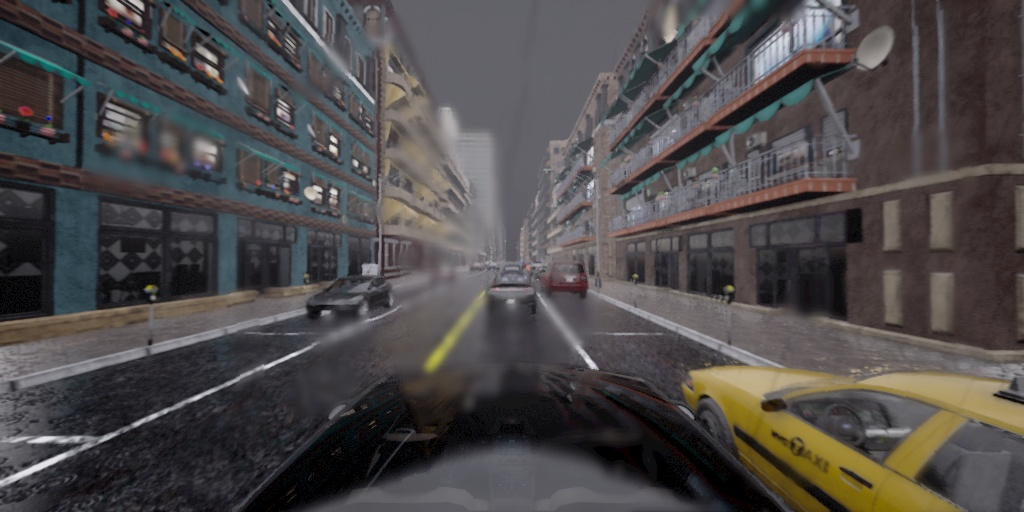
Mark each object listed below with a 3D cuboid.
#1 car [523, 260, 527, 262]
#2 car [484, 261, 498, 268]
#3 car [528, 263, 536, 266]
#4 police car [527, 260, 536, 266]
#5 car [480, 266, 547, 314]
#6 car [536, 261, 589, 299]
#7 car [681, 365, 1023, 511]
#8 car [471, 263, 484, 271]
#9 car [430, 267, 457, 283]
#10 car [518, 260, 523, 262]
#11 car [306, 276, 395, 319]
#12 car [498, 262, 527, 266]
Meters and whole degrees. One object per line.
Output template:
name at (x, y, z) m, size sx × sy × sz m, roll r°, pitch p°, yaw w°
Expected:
car at (3.080, 1.505, 50.477) m, size 2.097 × 1.767 × 4.553 m, roll 0°, pitch 0°, yaw 0°
car at (-3.099, 1.697, 58.616) m, size 1.882 × 1.535 × 5.008 m, roll 0°, pitch 0°, yaw 0°
car at (2.671, 1.534, 30.264) m, size 2.007 × 1.370 × 4.403 m, roll 0°, pitch 0°, yaw 0°
police car at (3.106, 1.519, 43.617) m, size 1.930 × 1.638 × 5.238 m, roll 0°, pitch 0°, yaw 0°
car at (0.033, 1.343, 14.242) m, size 2.128 × 1.511 × 4.902 m, roll 0°, pitch 0°, yaw 1°
car at (2.679, 1.205, 18.900) m, size 2.192 × 1.841 × 5.009 m, roll 0°, pitch 0°, yaw 0°
car at (2.690, 1.277, 2.022) m, size 1.751 × 1.417 × 4.829 m, roll 0°, pitch 0°, yaw 0°
car at (-5.728, 1.765, 58.666) m, size 1.888 × 1.381 × 4.507 m, roll 0°, pitch 0°, yaw 0°
car at (-5.709, 1.564, 30.256) m, size 1.802 × 1.307 × 4.207 m, roll 0°, pitch 0°, yaw 0°
car at (2.648, 1.584, 64.357) m, size 2.192 × 1.841 × 5.009 m, roll 0°, pitch 0°, yaw 0°
car at (-5.698, 1.408, 13.208) m, size 1.948 × 1.339 × 4.313 m, roll 0°, pitch 0°, yaw 0°
car at (0.024, 1.481, 29.268) m, size 1.837 × 1.490 × 4.892 m, roll 0°, pitch 0°, yaw 1°
